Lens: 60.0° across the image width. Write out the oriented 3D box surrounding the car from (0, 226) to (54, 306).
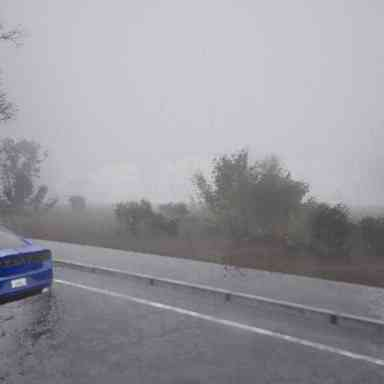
[{"bbox_3d":[-5.114,1.406,7.140,5.008,1.535,1.882,1,1,32],"label":"car"}]
